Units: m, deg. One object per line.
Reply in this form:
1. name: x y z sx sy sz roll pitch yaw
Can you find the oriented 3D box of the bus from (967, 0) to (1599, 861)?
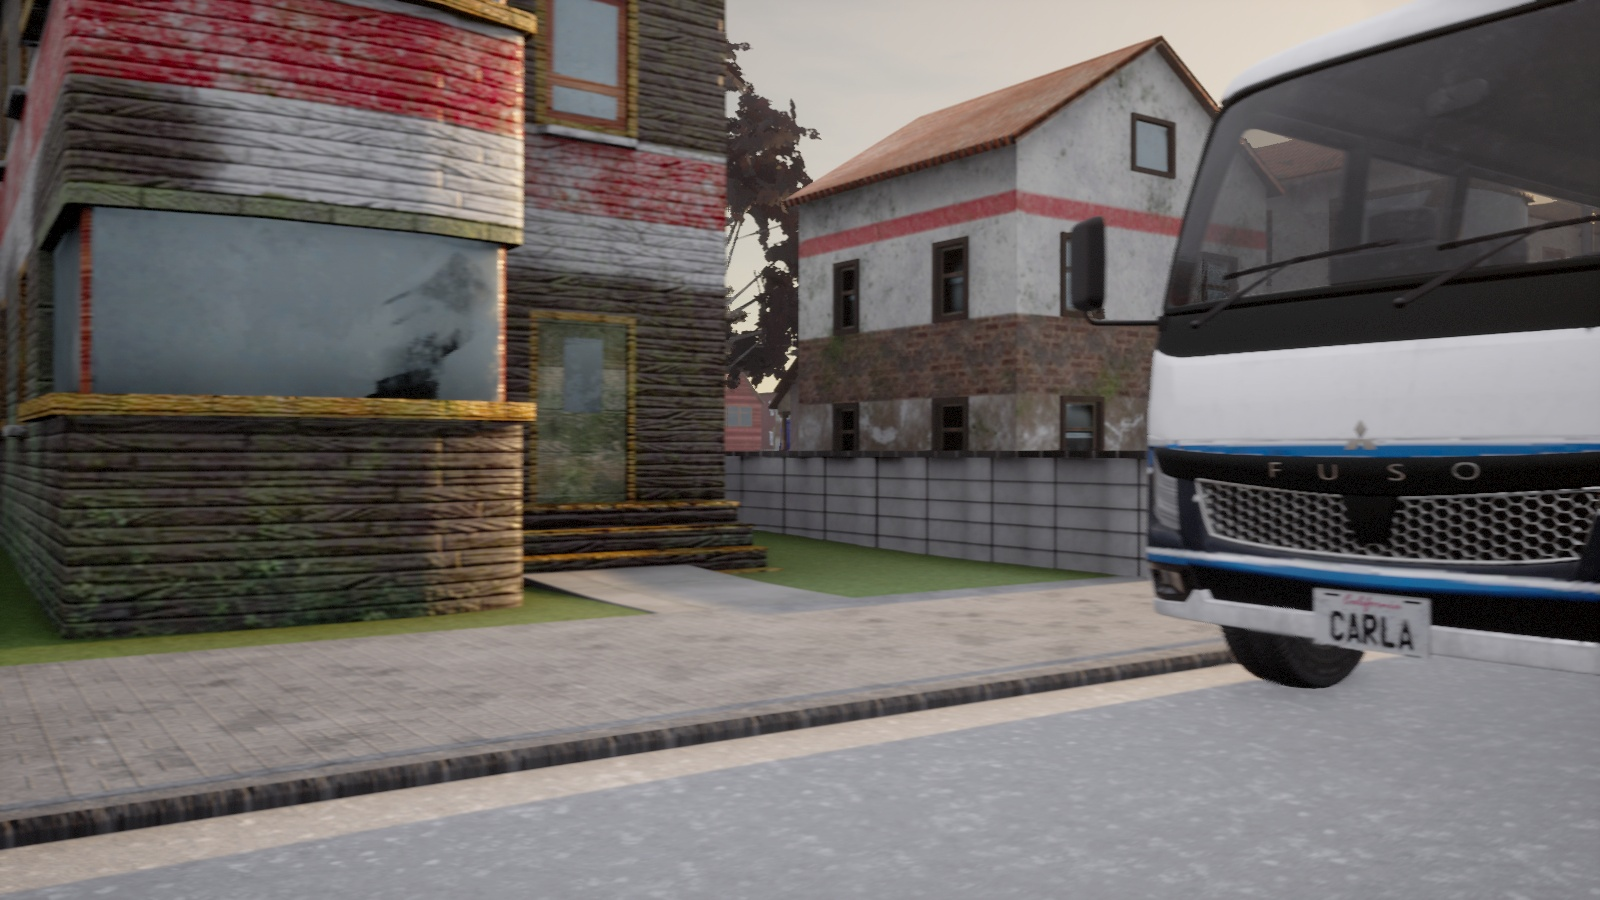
1. bus: 6.325 -0.624 8.676 10.273 4.253 3.944 0 0 -35
